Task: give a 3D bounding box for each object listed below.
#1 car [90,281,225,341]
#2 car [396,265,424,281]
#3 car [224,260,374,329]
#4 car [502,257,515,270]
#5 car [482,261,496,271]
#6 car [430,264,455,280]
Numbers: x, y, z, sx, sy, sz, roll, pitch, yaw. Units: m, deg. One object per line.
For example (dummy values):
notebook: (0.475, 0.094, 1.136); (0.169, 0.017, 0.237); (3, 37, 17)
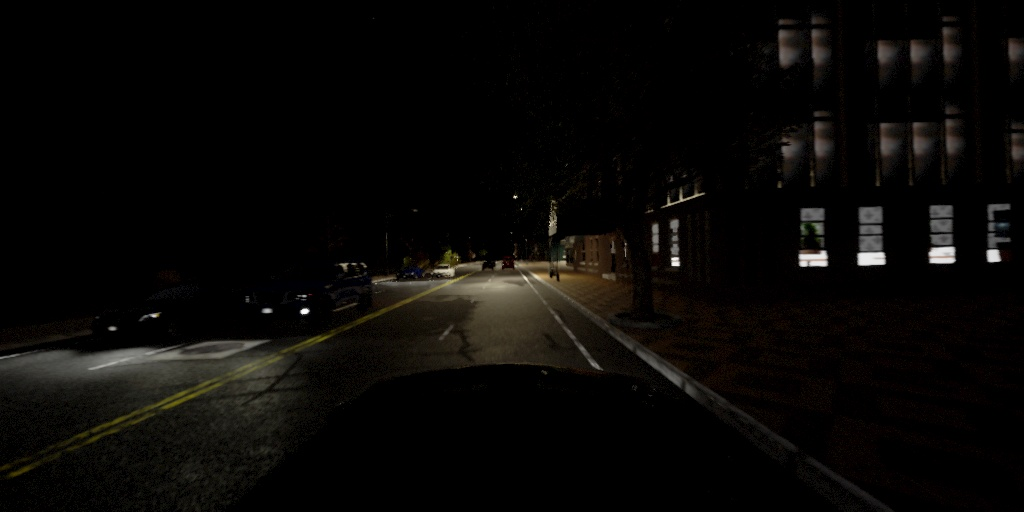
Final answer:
car: (-10.016, 1.554, 11.301); (1.812, 1.442, 4.674); (-1, 0, 0)
car: (-10.151, 1.657, 36.109); (1.812, 1.442, 4.674); (-1, 0, -1)
car: (-6.785, 1.179, 12.663); (2.150, 2.045, 5.566); (-1, 0, 0)
car: (-0.611, 1.333, 58.283); (2.097, 1.767, 4.553); (-1, 0, -1)
car: (-3.853, 1.561, 57.866); (1.837, 1.490, 4.892); (-1, 0, -1)
car: (-6.902, 1.579, 36.139); (1.812, 1.442, 4.674); (-1, 0, -1)
